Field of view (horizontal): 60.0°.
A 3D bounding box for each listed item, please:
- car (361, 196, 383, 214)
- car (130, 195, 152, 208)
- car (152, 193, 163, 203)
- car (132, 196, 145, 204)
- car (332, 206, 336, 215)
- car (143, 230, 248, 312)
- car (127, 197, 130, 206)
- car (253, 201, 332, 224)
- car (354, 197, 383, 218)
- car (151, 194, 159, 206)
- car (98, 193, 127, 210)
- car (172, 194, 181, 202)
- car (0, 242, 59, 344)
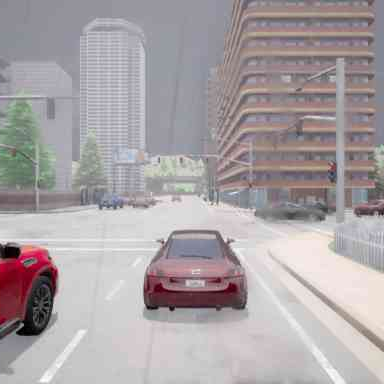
[{"bbox_3d":[19.815,1.296,34.249,4.553,1.767,2.097,0,0,-27],"label":"car"},{"bbox_3d":[-7.151,1.526,46.945,1.812,1.442,4.674,0,0,-2],"label":"car"},{"bbox_3d":[-7.102,1.525,69.088,1.812,1.442,4.674,0,0,0],"label":"car"},{"bbox_3d":[-10.625,1.505,66.385,1.837,1.490,4.892,0,0,0],"label":"car"},{"bbox_3d":[11.376,1.545,31.393,4.718,1.301,1.895,0,0,-13],"label":"car"},{"bbox_3d":[0.081,1.564,7.819,1.994,1.385,4.181,0,0,1],"label":"car"},{"bbox_3d":[-10.669,1.526,53.841,1.812,1.442,4.674,0,0,0],"label":"car"},{"bbox_3d":[6.841,1.439,23.561,4.902,1.511,2.128,0,0,1],"label":"car"},{"bbox_3d":[16.535,1.422,29.129,5.008,1.535,1.882,0,0,-20],"label":"car"},{"bbox_3d":[-7.170,1.526,55.801,1.812,1.442,4.674,0,0,0],"label":"car"},{"bbox_3d":[-10.641,1.221,44.086,2.150,2.045,5.566,0,0,2],"label":"car"},{"bbox_3d":[-3.615,1.355,77.729,2.097,1.767,4.553,0,0,0],"label":"car"},{"bbox_3d":[-3.437,1.221,3.539,2.150,2.045,5.566,0,0,0],"label":"car"}]
